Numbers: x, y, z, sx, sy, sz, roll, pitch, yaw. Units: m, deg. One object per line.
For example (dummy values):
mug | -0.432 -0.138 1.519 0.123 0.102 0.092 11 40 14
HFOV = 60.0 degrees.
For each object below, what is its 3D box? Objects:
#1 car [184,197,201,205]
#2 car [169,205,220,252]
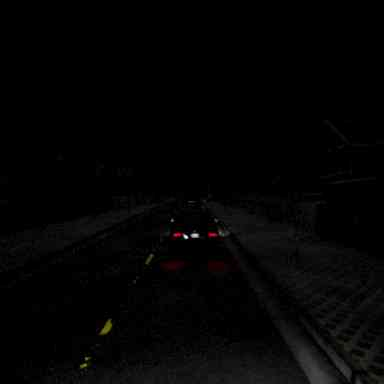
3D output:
car | 0.090 1.342 41.219 2.128 1.511 4.902 0 0 0
car | 0.095 1.467 13.423 2.033 1.411 5.357 0 0 0
